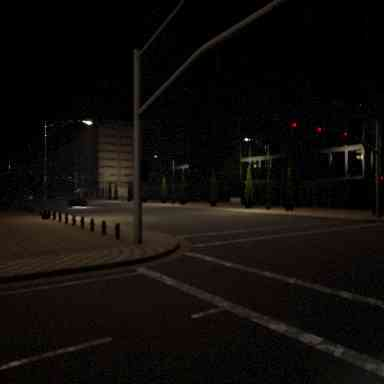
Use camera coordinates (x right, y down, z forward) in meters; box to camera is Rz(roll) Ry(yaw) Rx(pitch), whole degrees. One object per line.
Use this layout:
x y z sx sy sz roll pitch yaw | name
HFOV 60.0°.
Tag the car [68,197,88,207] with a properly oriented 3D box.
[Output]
-16.995 1.504 49.357 1.994 1.385 4.181 0 0 -34 | car
